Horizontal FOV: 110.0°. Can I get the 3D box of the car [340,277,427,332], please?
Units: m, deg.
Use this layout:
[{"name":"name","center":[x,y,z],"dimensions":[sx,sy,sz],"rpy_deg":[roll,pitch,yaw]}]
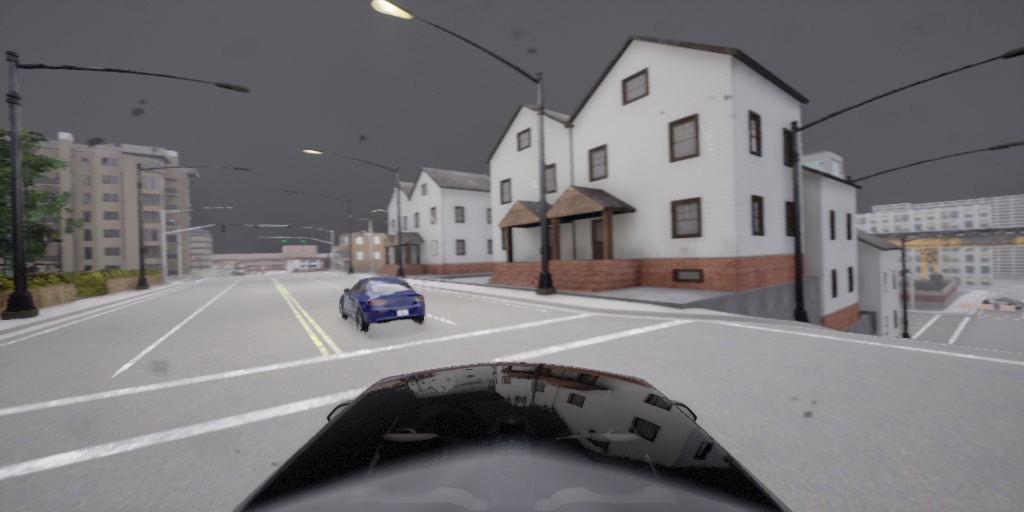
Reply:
[{"name":"car","center":[-4.242,1.399,11.538],"dimensions":[1.812,1.442,4.674],"rpy_deg":[-2,0,-35]}]
